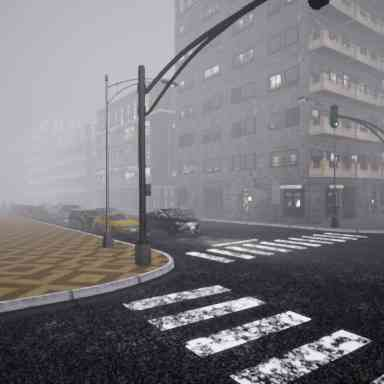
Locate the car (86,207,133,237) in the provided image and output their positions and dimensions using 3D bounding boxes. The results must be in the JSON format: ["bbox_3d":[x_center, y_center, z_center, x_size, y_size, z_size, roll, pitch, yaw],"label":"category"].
[{"bbox_3d":[-4.747,1.865,20.792,1.752,1.417,4.829,-2,0,-36],"label":"car"}]

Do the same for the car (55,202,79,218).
[{"bbox_3d":[-13.230,2.118,36.751,1.837,1.490,4.892,-1,-1,-36],"label":"car"}]

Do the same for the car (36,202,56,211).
[{"bbox_3d":[-26.438,2.519,60.122,2.128,1.511,4.902,-1,-1,-37],"label":"car"}]

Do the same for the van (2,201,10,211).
[{"bbox_3d":[-31.634,2.433,57.378,1.690,1.788,3.998,-2,0,-36],"label":"van"}]

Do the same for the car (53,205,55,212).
[{"bbox_3d":[-20.503,2.425,52.037,1.994,1.385,4.181,-1,-1,-36],"label":"car"}]

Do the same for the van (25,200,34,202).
[{"bbox_3d":[-41.621,2.832,85.123,1.690,1.788,3.998,-2,0,-36],"label":"van"}]

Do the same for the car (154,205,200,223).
[{"bbox_3d":[-1.443,1.915,30.447,2.008,1.369,4.403,-2,0,-36],"label":"car"}]

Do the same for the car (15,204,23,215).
[{"bbox_3d":[-21.584,2.392,43.709,1.802,1.307,4.206,-2,0,-36],"label":"car"}]

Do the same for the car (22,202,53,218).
[{"bbox_3d":[-18.237,2.262,39.153,1.887,1.381,4.507,-2,0,-36],"label":"car"}]

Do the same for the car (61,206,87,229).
[{"bbox_3d":[-8.194,2.002,25.484,1.947,1.339,4.313,-2,0,-36],"label":"car"}]

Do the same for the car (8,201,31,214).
[{"bbox_3d":[-24.933,2.449,48.265,1.887,1.381,4.507,-2,0,-36],"label":"car"}]

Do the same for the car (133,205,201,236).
[{"bbox_3d":[-1.416,1.775,20.649,2.128,1.511,4.902,-1,-1,-36],"label":"car"}]

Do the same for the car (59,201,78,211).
[{"bbox_3d":[-21.532,2.367,57.785,1.967,1.590,4.097,-2,0,-36],"label":"car"}]

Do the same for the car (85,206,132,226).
[{"bbox_3d":[-7.274,1.994,28.622,2.033,1.411,5.357,-1,-1,-37],"label":"car"}]
